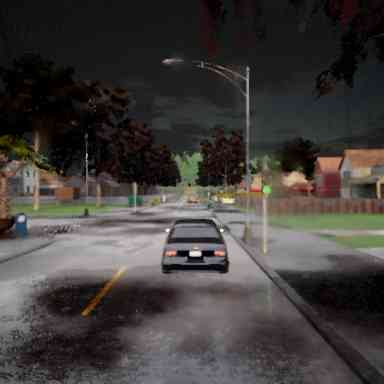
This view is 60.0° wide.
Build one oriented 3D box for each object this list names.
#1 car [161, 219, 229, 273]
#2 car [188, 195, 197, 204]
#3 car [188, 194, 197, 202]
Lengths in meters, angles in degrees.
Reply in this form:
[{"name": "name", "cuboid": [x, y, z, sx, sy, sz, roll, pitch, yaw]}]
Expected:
[{"name": "car", "cuboid": [0.091, 1.557, 10.634, 2.033, 1.411, 5.357, 0, 0, 0]}, {"name": "car", "cuboid": [0.112, 1.660, 67.732, 1.895, 1.301, 4.718, 0, 0, 0]}, {"name": "car", "cuboid": [0.016, 1.426, 80.860, 2.097, 1.767, 4.553, 0, 0, 0]}]
